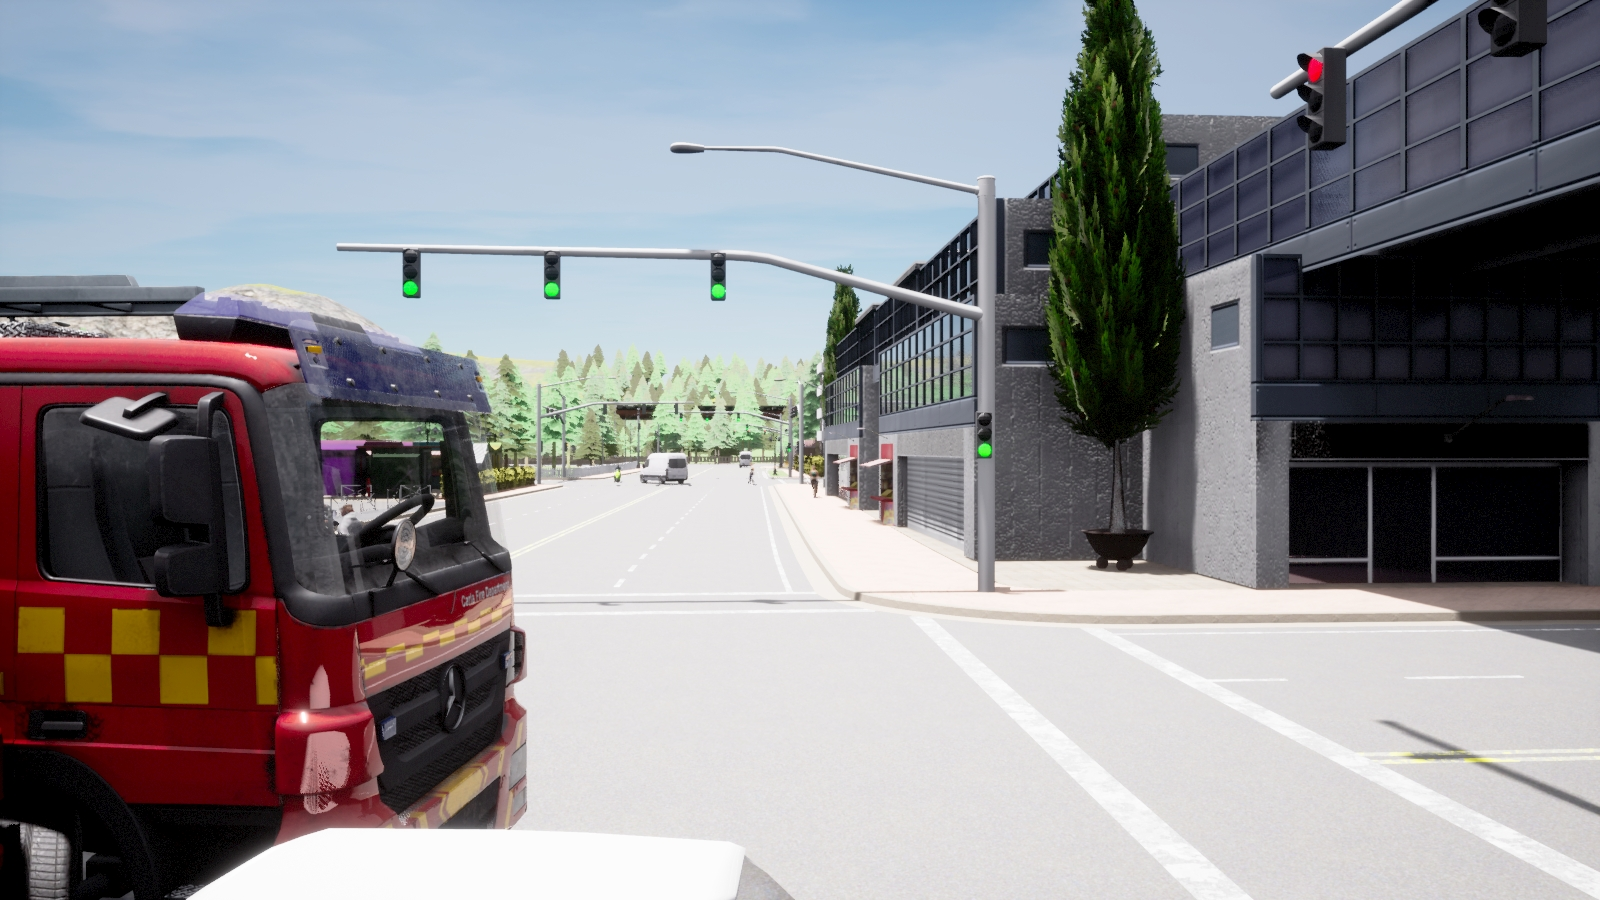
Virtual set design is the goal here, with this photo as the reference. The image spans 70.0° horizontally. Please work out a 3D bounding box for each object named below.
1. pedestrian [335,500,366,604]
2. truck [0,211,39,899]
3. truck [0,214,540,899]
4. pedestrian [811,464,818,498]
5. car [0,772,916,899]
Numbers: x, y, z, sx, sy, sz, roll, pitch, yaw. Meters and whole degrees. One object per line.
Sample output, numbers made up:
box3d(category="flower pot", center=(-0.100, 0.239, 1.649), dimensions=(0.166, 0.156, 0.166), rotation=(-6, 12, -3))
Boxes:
box3d(category="pedestrian", center=(-8.213, 1.848, 20.871), dimensions=(0.375, 1.860, 0.375), rotation=(0, 0, 25))
box3d(category="truck", center=(-7.587, 0.890, 3.490), dimensions=(8.468, 3.827, 2.891), rotation=(0, 0, -3))
box3d(category="truck", center=(-6.102, 0.890, 6.659), dimensions=(8.468, 3.827, 2.891), rotation=(0, 0, 4))
box3d(category="pedestrian", center=(0.790, 1.696, 62.286), dimensions=(0.375, 1.860, 0.375), rotation=(0, 0, 0))
box3d(category="car", center=(-1.549, 2.065, 3.579), dimensions=(3.806, 1.475, 1.970), rotation=(0, 0, 5))
